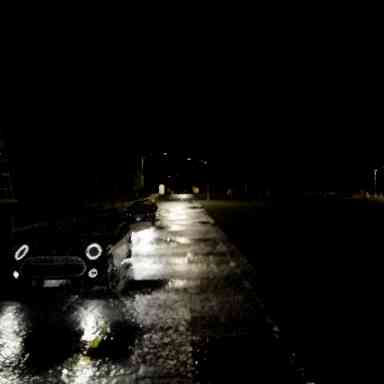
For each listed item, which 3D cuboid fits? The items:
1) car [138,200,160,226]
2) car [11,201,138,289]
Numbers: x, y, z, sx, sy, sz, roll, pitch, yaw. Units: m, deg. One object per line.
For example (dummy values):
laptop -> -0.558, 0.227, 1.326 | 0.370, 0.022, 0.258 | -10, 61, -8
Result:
car -> -3.181, 1.315, 22.096 | 2.128, 1.511, 4.902 | -1, 1, -1
car -> -2.977, 1.295, 9.178 | 2.097, 1.767, 4.553 | -1, 0, -1
